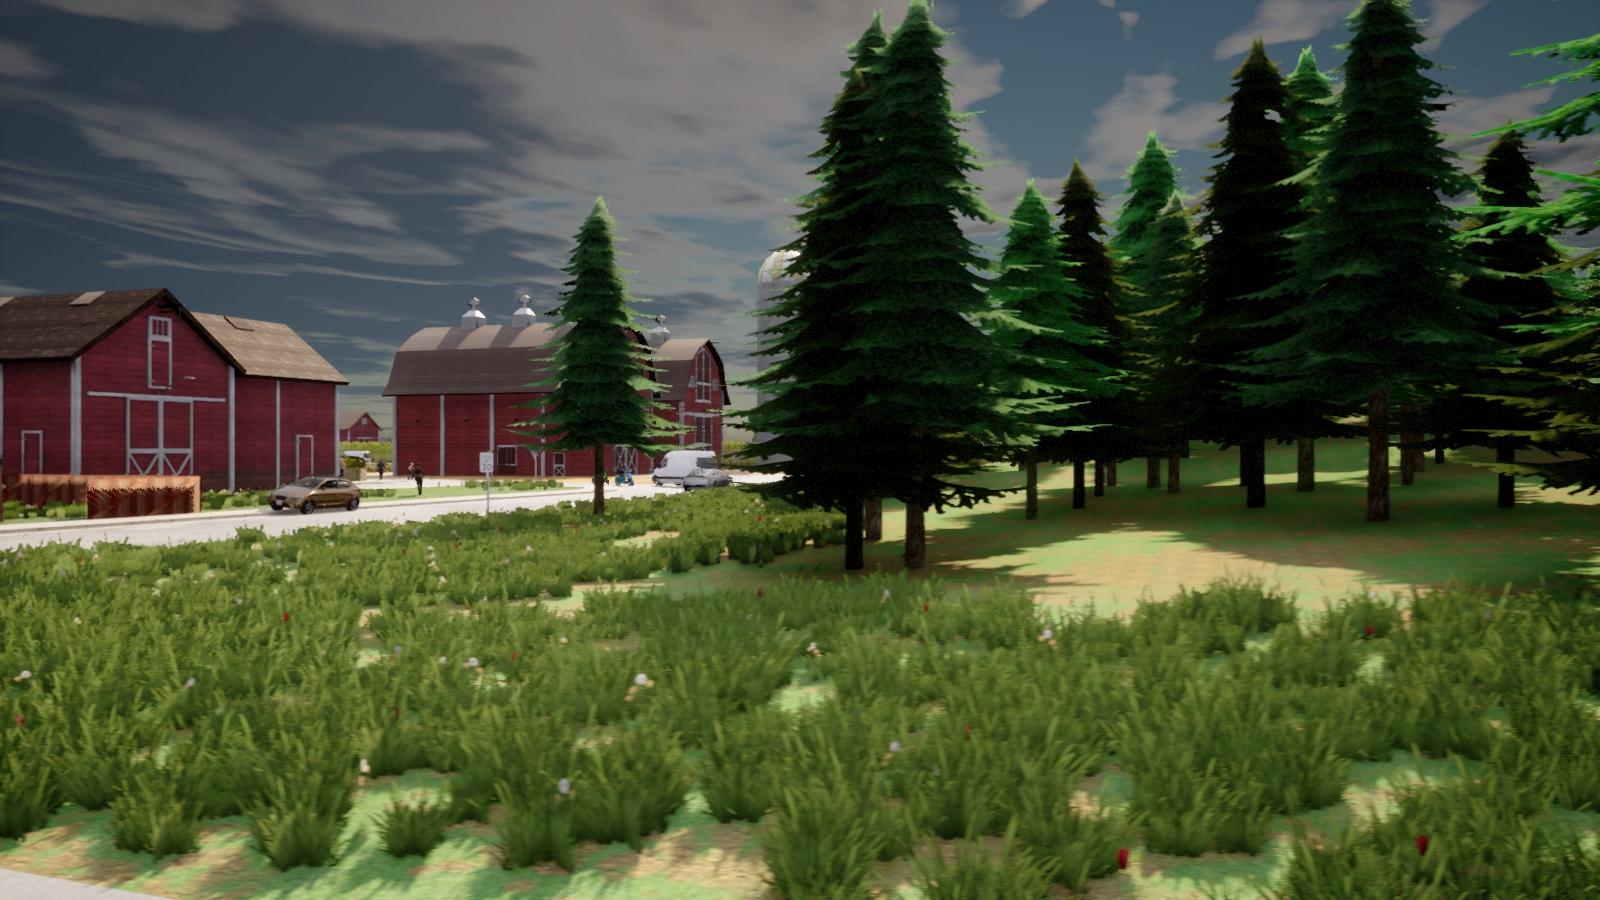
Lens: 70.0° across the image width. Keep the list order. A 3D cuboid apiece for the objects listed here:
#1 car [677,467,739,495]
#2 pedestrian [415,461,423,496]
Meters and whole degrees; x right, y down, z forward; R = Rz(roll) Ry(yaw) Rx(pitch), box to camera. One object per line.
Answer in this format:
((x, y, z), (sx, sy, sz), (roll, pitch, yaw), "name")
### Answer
((-5.625, 1.892, 70.608), (2.128, 1.511, 4.902), (0, 0, 18), "car")
((-20.376, 1.531, 61.073), (0.375, 1.860, 0.375), (0, 0, -19), "pedestrian")
